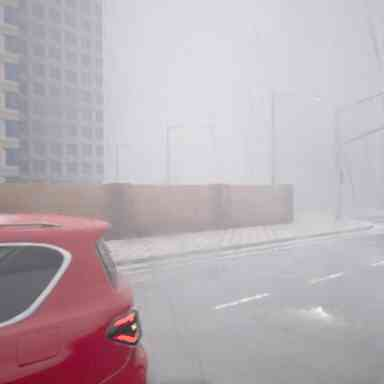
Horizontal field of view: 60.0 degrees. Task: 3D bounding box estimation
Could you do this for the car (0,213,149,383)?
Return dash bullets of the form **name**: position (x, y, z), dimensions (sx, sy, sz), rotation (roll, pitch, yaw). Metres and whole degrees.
- **car**: position (-2.960, 1.233, 1.867), dimensions (5.566, 2.045, 2.150), rotation (-1, 0, -35)
